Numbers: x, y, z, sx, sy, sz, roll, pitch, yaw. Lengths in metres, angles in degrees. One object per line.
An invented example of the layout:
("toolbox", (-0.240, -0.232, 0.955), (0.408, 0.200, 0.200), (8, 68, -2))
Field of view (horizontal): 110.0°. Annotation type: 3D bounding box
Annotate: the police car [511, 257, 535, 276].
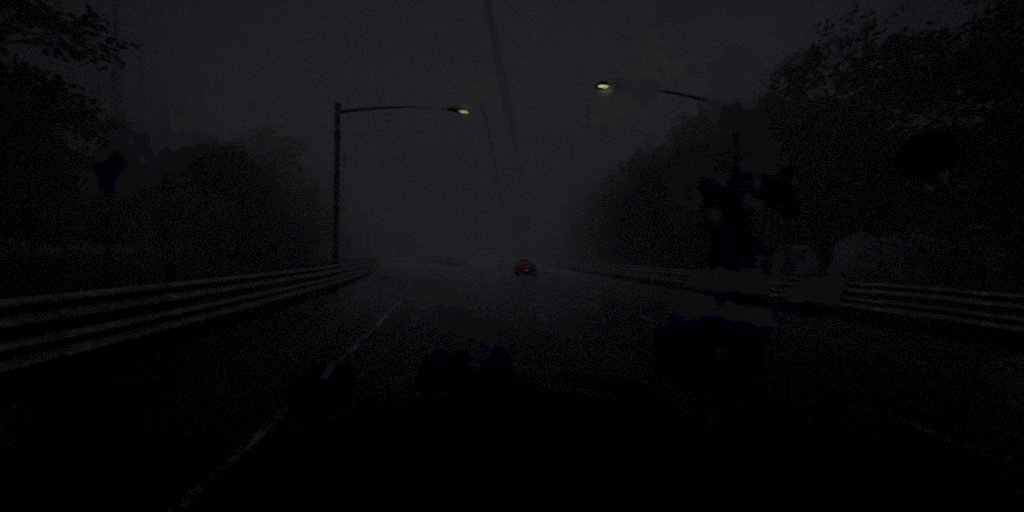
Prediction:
("police car", (1.260, 1.192, 37.167), (1.930, 1.638, 5.238), (1, 0, -3))
